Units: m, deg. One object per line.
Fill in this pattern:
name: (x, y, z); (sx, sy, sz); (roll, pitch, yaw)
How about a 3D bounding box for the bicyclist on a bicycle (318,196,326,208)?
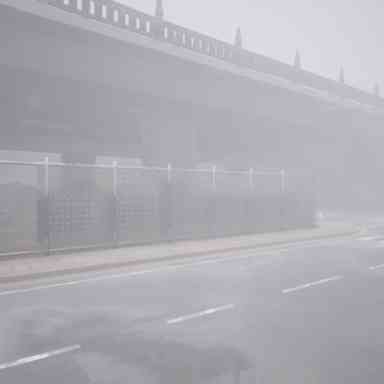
bicyclist on a bicycle: (16.684, 1.282, 42.717); (1.656, 1.620, 0.582); (0, 0, -36)
